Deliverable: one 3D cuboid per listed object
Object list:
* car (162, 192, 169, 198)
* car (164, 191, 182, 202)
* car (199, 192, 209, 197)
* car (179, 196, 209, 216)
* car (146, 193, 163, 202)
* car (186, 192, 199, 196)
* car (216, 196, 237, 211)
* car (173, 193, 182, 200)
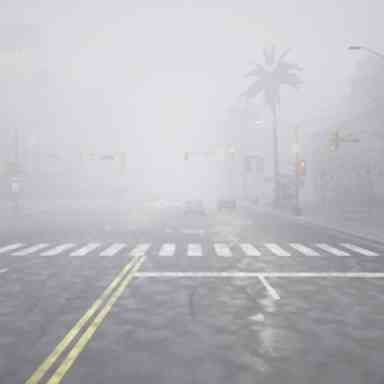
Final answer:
[{"bbox_3d":[-7.083,0.819,90.478,1.812,1.442,4.674,0,0,-4],"label":"car"},{"bbox_3d":[-3.412,0.795,61.043,2.150,2.045,5.566,0,1,1],"label":"car"},{"bbox_3d":[3.479,0.929,90.139,1.994,1.385,4.181,0,0,-4],"label":"car"},{"bbox_3d":[0.156,1.345,29.356,2.033,1.411,5.357,0,0,0],"label":"car"},{"bbox_3d":[-6.924,0.939,60.062,2.097,1.767,4.553,0,0,1],"label":"car"},{"bbox_3d":[0.016,0.905,89.428,1.812,1.442,4.674,0,0,-4],"label":"car"},{"bbox_3d":[3.670,1.228,36.136,1.882,1.535,5.008,0,0,0],"label":"car"},{"bbox_3d":[-3.357,1.004,75.578,1.812,1.442,4.674,0,0,0],"label":"car"}]
